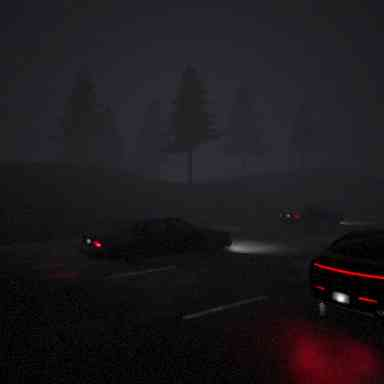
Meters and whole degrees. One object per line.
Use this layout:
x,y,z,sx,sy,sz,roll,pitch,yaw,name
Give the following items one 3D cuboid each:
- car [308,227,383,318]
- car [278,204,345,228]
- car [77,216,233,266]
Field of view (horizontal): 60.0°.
4.431,1.503,6.908,4.892,1.490,1.837,0,0,-36,car
8.111,1.545,22.421,5.357,1.411,2.033,0,0,-36,car
-1.103,1.547,11.560,5.357,1.411,2.033,0,0,-36,car
